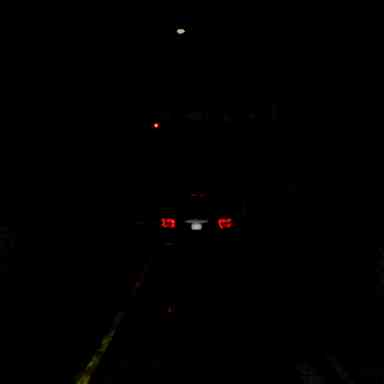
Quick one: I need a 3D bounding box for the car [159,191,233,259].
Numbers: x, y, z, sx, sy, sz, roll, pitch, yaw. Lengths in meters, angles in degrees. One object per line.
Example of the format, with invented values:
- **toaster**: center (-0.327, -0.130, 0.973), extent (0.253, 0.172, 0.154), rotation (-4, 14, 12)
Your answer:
- **car**: center (0.136, 0.963, 11.606), extent (2.150, 2.045, 5.566), rotation (0, 1, 0)
